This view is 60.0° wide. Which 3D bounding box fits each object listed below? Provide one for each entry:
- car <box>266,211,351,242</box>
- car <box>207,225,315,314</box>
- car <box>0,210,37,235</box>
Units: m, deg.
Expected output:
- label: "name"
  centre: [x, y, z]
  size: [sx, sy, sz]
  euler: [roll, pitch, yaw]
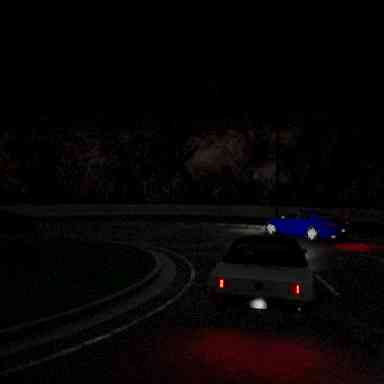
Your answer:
- label: "car"
  centre: [6.207, 1.760, 18.448]
  size: [1.882, 1.535, 5.008]
  euler: [2, -1, -29]
- label: "car"
  centre: [1.778, 1.718, 7.993]
  size: [1.895, 1.301, 4.718]
  euler: [0, -1, 16]
- label: "car"
  centre: [-11.835, 1.724, 19.024]
  size: [5.357, 1.411, 2.033]
  euler: [1, -1, -23]
